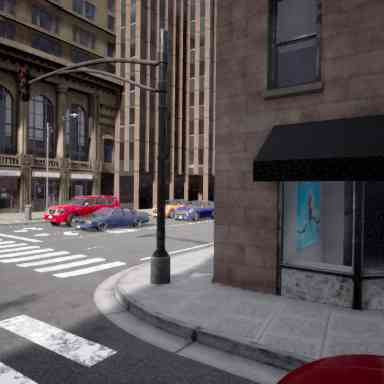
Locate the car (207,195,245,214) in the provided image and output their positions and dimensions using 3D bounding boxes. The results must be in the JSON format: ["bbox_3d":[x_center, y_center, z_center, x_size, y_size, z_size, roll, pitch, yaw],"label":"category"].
[{"bbox_3d":[4.232,1.466,40.543,2.150,2.045,5.566,1,0,35],"label":"car"}]

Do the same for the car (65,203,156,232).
[{"bbox_3d":[-5.087,1.659,21.595,2.033,1.411,5.357,1,0,35],"label":"car"}]

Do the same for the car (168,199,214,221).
[{"bbox_3d":[0.347,1.545,29.345,2.097,1.767,4.553,1,0,35],"label":"car"}]

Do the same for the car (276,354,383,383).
[{"bbox_3d":[2.411,1.545,1.255,4.507,1.381,1.887,0,1,35],"label":"car"}]

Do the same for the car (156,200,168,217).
[{"bbox_3d":[-1.851,1.504,31.873,2.097,1.767,4.553,1,0,35],"label":"car"}]

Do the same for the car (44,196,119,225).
[{"bbox_3d":[-7.552,1.289,23.734,2.150,2.045,5.566,1,0,35],"label":"car"}]
